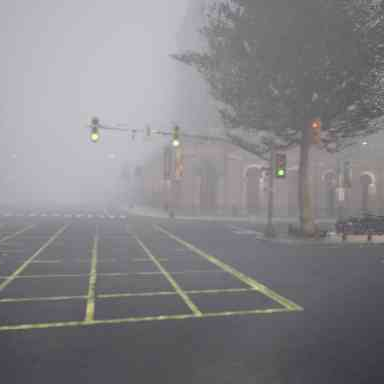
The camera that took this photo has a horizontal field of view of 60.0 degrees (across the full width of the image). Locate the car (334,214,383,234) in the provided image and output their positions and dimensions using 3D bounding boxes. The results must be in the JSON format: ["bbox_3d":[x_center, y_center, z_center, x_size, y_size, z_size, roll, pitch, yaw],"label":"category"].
[{"bbox_3d":[12.583,2.304,24.331,4.181,1.385,1.994,2,-1,-15],"label":"car"}]
